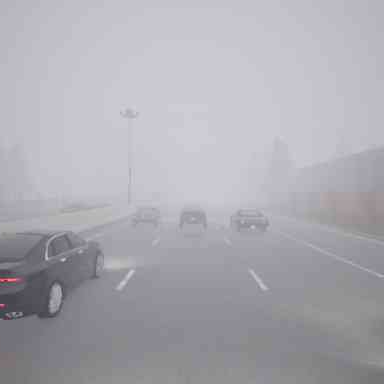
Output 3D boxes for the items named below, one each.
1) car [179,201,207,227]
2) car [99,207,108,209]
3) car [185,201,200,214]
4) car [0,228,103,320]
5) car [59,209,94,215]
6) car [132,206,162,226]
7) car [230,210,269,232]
[{"bbox_3d":[0.082,1.703,24.787,1.882,1.535,5.008,0,-1,0],"label":"car"},{"bbox_3d":[-14.079,1.996,51.882,1.812,1.442,4.674,0,-1,0],"label":"car"},{"bbox_3d":[0.080,1.903,41.584,1.812,1.442,4.674,0,-1,0],"label":"car"},{"bbox_3d":[-3.402,1.574,7.478,1.837,1.490,4.892,0,-1,0],"label":"car"},{"bbox_3d":[-10.608,1.783,30.624,1.837,1.490,4.892,0,-1,0],"label":"car"},{"bbox_3d":[-3.413,1.782,25.816,2.033,1.411,5.357,0,-1,0],"label":"car"},{"bbox_3d":[3.589,1.799,21.776,1.895,1.301,4.718,0,-1,0],"label":"car"}]
